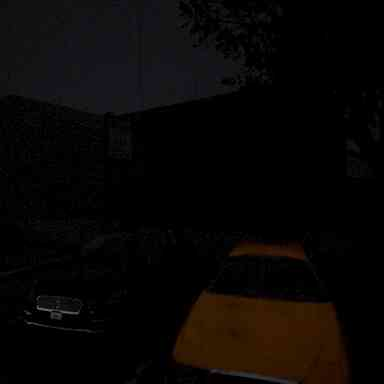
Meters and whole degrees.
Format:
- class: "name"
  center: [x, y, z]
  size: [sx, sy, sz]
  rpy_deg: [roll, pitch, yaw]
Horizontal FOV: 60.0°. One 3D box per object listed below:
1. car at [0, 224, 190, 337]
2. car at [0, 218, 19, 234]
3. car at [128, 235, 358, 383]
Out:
- class: "car"
  center: [-1.236, 1.487, 6.978]
  size: [2.231, 1.521, 4.892]
  rpy_deg: [1, -1, 16]
- class: "car"
  center: [-8.558, 1.528, 12.212]
  size: [2.002, 1.452, 4.674]
  rpy_deg: [1, -1, 16]
- class: "car"
  center: [1.153, 1.480, 5.049]
  size: [1.946, 1.575, 5.366]
  rpy_deg: [1, -1, 16]
